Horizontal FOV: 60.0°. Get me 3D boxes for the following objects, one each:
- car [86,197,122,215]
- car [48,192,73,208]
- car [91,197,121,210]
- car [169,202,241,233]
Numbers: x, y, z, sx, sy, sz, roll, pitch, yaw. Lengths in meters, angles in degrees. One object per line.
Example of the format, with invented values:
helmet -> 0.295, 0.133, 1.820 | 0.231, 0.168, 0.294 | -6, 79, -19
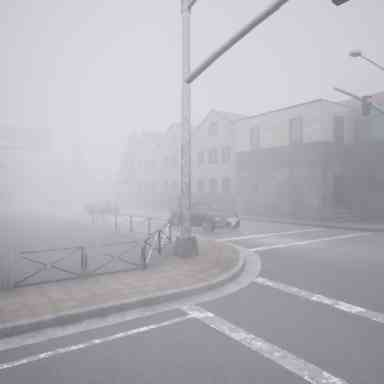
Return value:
car -> -8.239, 1.425, 30.839 | 1.895, 1.301, 4.718 | 0, 0, -35
car -> -17.575, 1.041, 44.169 | 2.150, 2.045, 5.566 | 0, 0, -35
car -> -10.516, 1.328, 40.428 | 1.837, 1.490, 4.892 | 0, 0, -35
car -> 0.590, 1.316, 18.455 | 2.128, 1.511, 4.902 | 0, 0, -37
